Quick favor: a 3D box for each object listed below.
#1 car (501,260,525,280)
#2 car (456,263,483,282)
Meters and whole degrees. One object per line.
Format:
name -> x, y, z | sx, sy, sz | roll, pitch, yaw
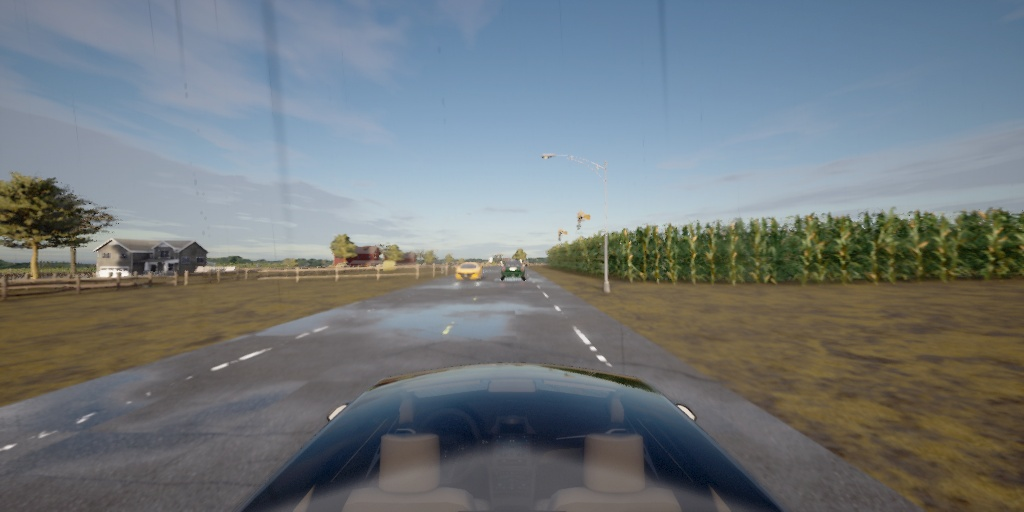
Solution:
car -> 0.095, 1.188, 32.797 | 2.097, 1.767, 4.553 | 0, 0, 0
car -> -3.597, 1.303, 30.630 | 1.882, 1.535, 5.008 | 0, 0, 0
